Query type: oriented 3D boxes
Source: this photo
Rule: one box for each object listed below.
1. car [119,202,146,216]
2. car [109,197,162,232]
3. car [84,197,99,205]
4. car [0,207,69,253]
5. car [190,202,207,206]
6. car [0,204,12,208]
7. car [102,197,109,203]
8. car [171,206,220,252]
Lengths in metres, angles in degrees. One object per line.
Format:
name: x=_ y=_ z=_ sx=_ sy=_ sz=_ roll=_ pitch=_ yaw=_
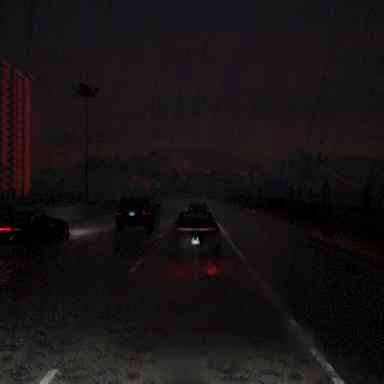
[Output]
car: x=-6.329 y=1.752 z=35.952 sx=1.895 sy=1.301 sz=4.718 roll=0 pitch=0 yaw=2
car: x=-3.234 y=1.309 z=20.902 sx=2.150 sy=2.045 sz=5.566 roll=0 pitch=0 yaw=1
car: x=-19.596 y=1.772 z=65.106 sx=1.837 sy=1.490 sz=4.892 roll=0 pitch=0 yaw=2
car: x=-6.852 y=1.551 z=14.092 sx=2.128 sy=1.511 sz=4.902 roll=0 pitch=0 yaw=1
car: x=0.675 y=1.752 z=35.992 sx=1.895 sy=1.301 sz=4.718 roll=0 pitch=0 yaw=2
car: x=-13.893 y=1.602 z=22.923 sx=1.837 sy=1.490 sz=4.892 roll=0 pitch=0 yaw=1
car: x=-16.097 y=1.753 z=65.170 sx=1.882 sy=1.535 sz=5.008 roll=0 pitch=0 yaw=2
car: x=0.151 y=1.551 z=14.128 sx=2.128 sy=1.511 sz=4.902 roll=0 pitch=0 yaw=1
